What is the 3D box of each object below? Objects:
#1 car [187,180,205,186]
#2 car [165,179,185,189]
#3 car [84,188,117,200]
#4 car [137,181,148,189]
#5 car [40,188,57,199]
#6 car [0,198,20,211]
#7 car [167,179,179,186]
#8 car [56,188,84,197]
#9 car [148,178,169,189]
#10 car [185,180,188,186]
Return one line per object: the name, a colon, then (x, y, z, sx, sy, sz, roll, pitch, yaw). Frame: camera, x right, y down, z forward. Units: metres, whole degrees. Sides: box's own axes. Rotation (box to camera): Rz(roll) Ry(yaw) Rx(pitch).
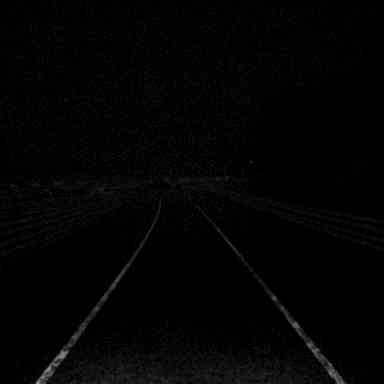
car: (1.075, -2.272, 88.689, 2.128, 1.511, 4.902, 0, 3, 15)
car: (-3.572, -1.363, 71.291, 1.837, 1.490, 4.892, 0, 3, 15)
car: (-11.323, 0.227, 42.276, 1.812, 1.442, 4.674, 0, 3, 15)
car: (-10.348, -1.557, 73.044, 2.097, 1.767, 4.553, 0, 3, 15)
car: (-18.087, 0.175, 44.080, 1.812, 1.442, 4.674, 0, 3, 15)
car: (-15.724, 1.084, 25.797, 1.882, 1.535, 5.008, 0, 3, 15)
car: (-5.182, -2.595, 92.383, 2.097, 1.767, 4.553, 0, 3, 15)
car: (-14.705, 0.222, 43.177, 2.033, 1.411, 5.357, 0, 3, 15)
car: (-6.946, -1.665, 72.216, 2.150, 2.045, 5.566, 0, 3, 15)
car: (-0.757, -2.656, 95.393, 1.882, 1.535, 5.008, 0, 3, 15)
